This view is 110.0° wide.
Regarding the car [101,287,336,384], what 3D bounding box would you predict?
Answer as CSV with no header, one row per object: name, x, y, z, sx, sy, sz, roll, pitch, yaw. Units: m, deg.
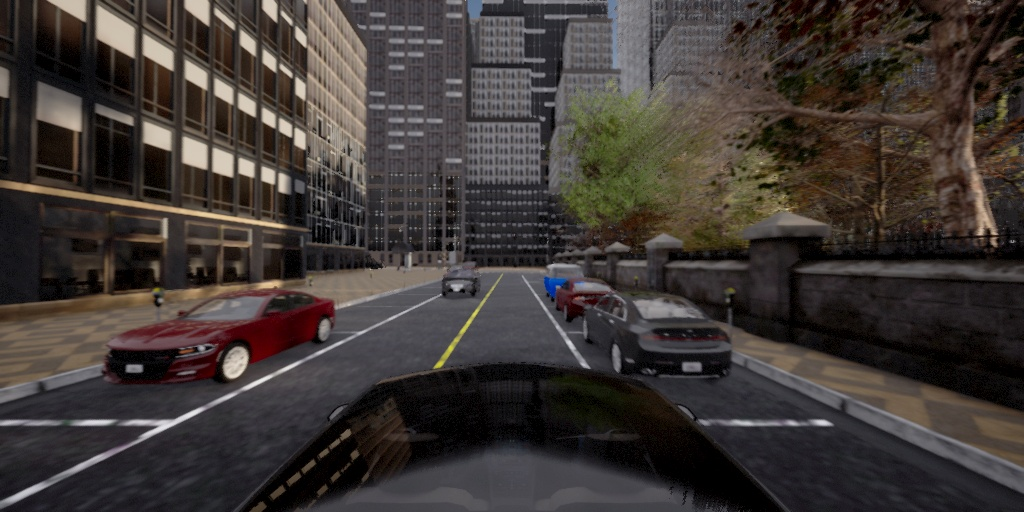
car,-5.316,1.370,7.288,1.888,1.381,4.507,0,0,0

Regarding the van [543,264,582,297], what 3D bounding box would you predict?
van,2.562,1.313,18.376,1.690,1.789,3.998,0,0,0

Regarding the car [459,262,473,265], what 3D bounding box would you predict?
car,-5.320,1.630,35.011,1.967,1.591,4.097,0,0,0

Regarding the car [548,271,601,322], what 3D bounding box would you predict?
car,2.563,1.443,12.831,1.888,1.381,4.507,0,0,0

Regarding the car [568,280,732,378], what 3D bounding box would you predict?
car,2.565,1.375,7.286,2.007,1.370,4.403,0,0,0

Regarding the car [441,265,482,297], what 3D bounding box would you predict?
car,-2.853,1.498,20.973,2.128,1.511,4.902,0,-1,0

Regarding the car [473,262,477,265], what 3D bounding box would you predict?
car,-5.392,1.647,46.097,2.192,1.841,5.009,0,0,0
